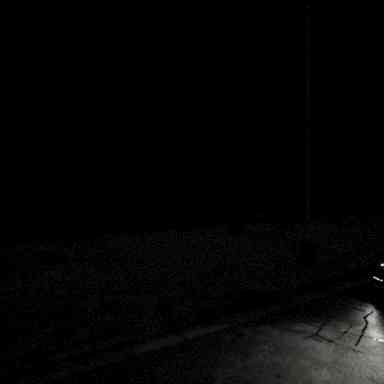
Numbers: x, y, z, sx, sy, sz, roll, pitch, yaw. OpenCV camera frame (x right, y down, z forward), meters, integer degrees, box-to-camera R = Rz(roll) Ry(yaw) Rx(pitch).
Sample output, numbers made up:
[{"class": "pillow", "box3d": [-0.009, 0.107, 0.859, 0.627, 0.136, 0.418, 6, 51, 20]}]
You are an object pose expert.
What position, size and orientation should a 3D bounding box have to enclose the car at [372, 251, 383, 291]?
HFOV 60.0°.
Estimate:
[{"class": "car", "box3d": [6.057, 1.484, 7.698, 4.902, 1.511, 2.128, 0, 0, -35]}]
